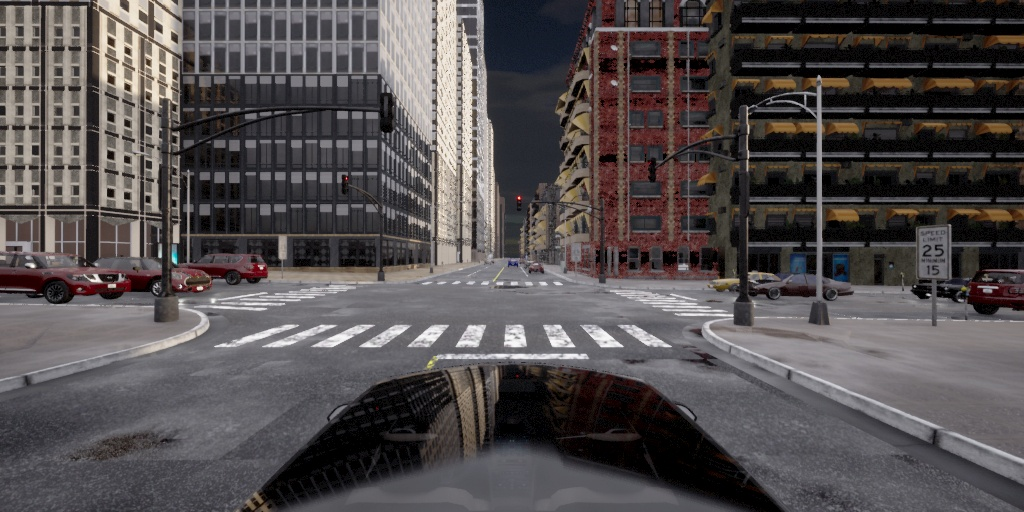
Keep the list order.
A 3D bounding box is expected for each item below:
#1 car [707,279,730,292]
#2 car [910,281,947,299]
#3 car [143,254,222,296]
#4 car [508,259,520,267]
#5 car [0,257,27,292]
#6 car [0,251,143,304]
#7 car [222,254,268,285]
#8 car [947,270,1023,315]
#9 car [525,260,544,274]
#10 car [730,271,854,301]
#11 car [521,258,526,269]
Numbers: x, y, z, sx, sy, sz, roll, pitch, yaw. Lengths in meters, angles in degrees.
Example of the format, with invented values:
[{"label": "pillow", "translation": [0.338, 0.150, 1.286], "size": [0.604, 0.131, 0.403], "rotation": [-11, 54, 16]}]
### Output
[{"label": "car", "translation": [14.660, 1.587, 22.055], "size": [4.829, 1.417, 1.751], "rotation": [0, 0, 0]}, {"label": "car", "translation": [24.889, 1.839, 19.539], "size": [4.718, 1.301, 1.895], "rotation": [1, 0, -1]}, {"label": "car", "translation": [-16.268, 0.825, 16.074], "size": [4.553, 1.767, 2.097], "rotation": [1, 0, -2]}, {"label": "car", "translation": [0.191, 1.252, 65.122], "size": [1.882, 1.535, 5.008], "rotation": [0, 0, 0]}, {"label": "car", "translation": [-25.382, 0.780, 15.970], "size": [5.008, 1.535, 1.882], "rotation": [1, 0, 0]}, {"label": "car", "translation": [-17.558, 0.757, 13.439], "size": [5.009, 1.841, 2.192], "rotation": [0, 0, 0]}, {"label": "car", "translation": [-17.681, 0.776, 21.819], "size": [5.009, 1.841, 2.192], "rotation": [0, 0, 0]}, {"label": "car", "translation": [20.616, 1.461, 13.750], "size": [5.009, 1.841, 2.192], "rotation": [0, 0, 0]}, {"label": "car", "translation": [2.798, 1.341, 41.769], "size": [1.802, 1.307, 4.207], "rotation": [0, 0, 0]}, {"label": "car", "translation": [15.259, 1.610, 19.468], "size": [5.357, 1.411, 2.033], "rotation": [1, 0, 0]}, {"label": "car", "translation": [2.766, 1.317, 54.686], "size": [2.007, 1.370, 4.403], "rotation": [0, 0, 0]}]
